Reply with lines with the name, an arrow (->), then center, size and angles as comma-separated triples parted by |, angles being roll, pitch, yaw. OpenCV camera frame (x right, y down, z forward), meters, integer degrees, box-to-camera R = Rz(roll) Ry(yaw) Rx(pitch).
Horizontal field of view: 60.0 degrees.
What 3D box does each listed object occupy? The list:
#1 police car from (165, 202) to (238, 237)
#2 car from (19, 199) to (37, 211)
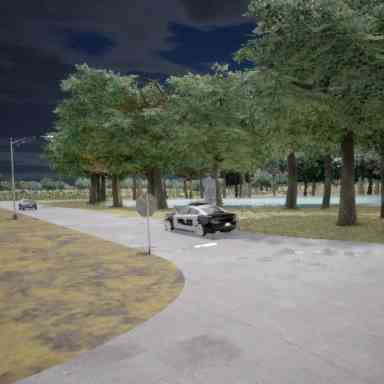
police car -> 0.254, 1.405, 18.300 | 1.930, 1.638, 5.238 | -3, 1, -35
car -> -23.139, 1.746, 46.813 | 1.837, 1.490, 4.892 | -3, 1, -35
